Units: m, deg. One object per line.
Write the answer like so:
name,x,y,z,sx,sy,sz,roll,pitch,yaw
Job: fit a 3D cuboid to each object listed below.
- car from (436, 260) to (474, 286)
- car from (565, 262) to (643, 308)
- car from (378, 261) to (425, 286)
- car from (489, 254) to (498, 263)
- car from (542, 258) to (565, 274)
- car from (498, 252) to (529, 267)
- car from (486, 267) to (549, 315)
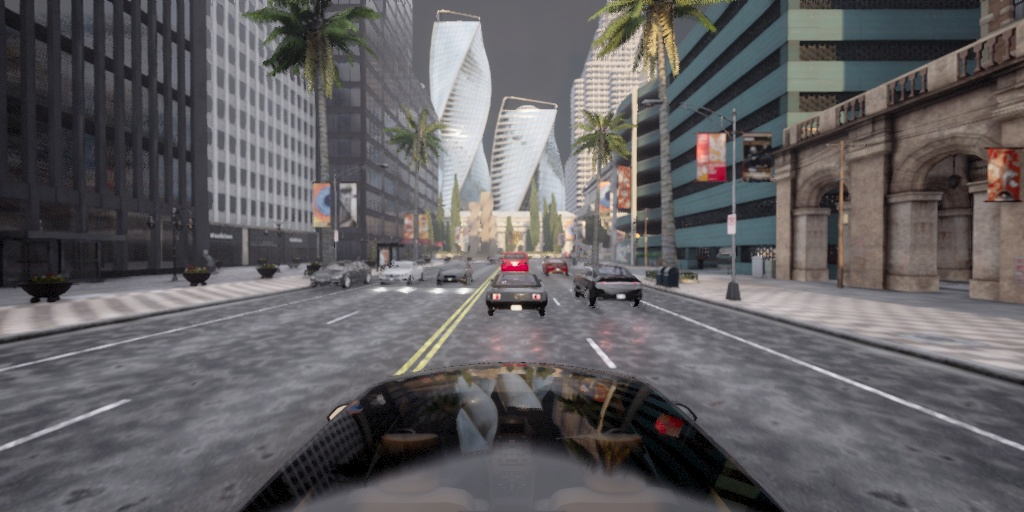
car,-3.500,1.033,22.688,1.837,1.490,4.892,0,1,0
car,3.658,1.107,14.399,2.128,1.511,4.902,0,1,0
car,-6.996,1.049,23.185,1.812,1.442,4.674,0,1,0
car,-2.351,0.431,65.262,2.097,1.767,4.553,0,1,25
car,3.742,0.912,31.596,1.882,1.535,5.008,0,1,0
car,0.230,0.682,29.098,2.150,2.045,5.566,0,1,0
car,0.150,1.232,12.941,1.895,1.301,4.718,0,1,0
